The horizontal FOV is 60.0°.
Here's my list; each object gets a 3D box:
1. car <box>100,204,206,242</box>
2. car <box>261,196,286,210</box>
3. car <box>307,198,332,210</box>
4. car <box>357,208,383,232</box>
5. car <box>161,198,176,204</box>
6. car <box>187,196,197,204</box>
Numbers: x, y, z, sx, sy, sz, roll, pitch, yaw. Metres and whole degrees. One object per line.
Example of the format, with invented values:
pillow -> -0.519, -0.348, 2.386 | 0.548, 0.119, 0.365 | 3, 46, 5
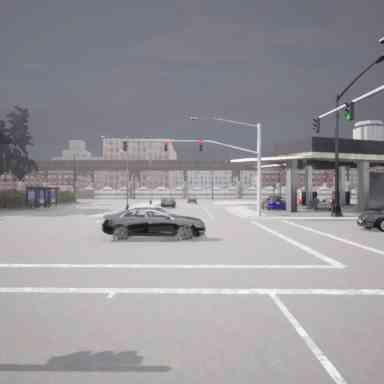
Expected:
car -> -1.814, 1.491, 15.794 | 4.902, 1.511, 2.128 | 0, 0, 0
car -> 9.724, 1.295, 39.725 | 2.242, 1.667, 4.611 | 0, 0, 0
car -> 15.469, 1.456, 40.486 | 1.970, 1.475, 3.806 | 0, 0, 0
car -> 12.297, 1.505, 19.562 | 4.892, 1.490, 1.837 | 0, 0, -1
car -> -3.388, 1.564, 48.499 | 1.994, 1.385, 4.181 | 0, 0, 0
car -> 0.022, 1.547, 64.404 | 2.033, 1.411, 5.357 | 0, 0, 0
